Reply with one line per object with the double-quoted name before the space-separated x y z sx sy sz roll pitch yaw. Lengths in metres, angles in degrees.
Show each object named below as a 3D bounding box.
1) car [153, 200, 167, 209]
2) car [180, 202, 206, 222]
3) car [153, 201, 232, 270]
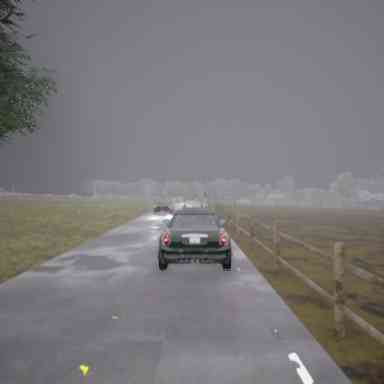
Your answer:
"car" -2.846 1.537 34.079 1.895 1.301 4.718 0 0 0
"car" 0.090 1.533 26.875 1.895 1.301 4.718 0 0 0
"car" 0.085 1.329 11.155 2.097 1.767 4.553 0 0 0
